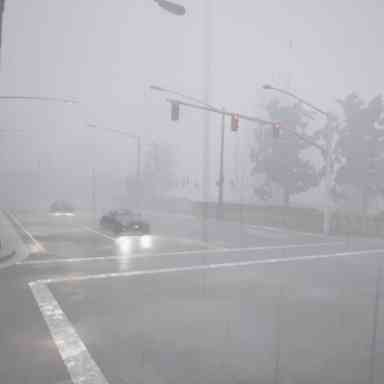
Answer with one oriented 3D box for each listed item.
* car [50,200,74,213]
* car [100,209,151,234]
[{"bbox_3d":[-14.443,1.557,36.919,1.994,1.385,4.181,3,-1,-31],"label":"car"},{"bbox_3d":[-4.071,1.697,19.975,1.994,1.385,4.181,3,-1,-31],"label":"car"}]
